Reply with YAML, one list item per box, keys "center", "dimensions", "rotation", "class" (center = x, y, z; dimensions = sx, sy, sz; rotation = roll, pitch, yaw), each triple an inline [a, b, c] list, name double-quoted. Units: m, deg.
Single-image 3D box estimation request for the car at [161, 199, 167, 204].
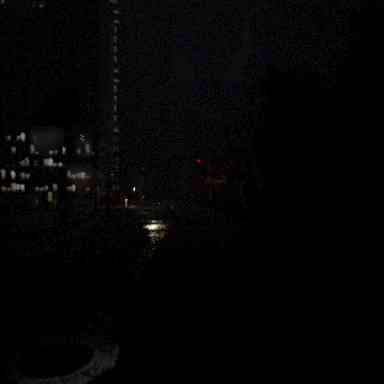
- center: [-7.583, 2.598, 89.662]
  dimensions: [2.033, 1.411, 5.357]
  rotation: [0, -1, -5]
  class: "car"
